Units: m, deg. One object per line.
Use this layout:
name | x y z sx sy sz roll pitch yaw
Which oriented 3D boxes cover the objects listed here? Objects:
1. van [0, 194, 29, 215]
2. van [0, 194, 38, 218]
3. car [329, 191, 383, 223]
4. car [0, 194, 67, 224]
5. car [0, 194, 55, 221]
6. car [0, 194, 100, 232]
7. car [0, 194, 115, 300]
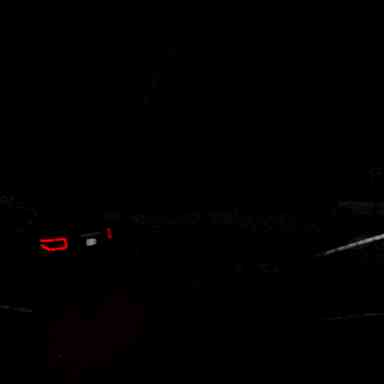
van | -18.466 1.202 32.317 1.878 1.987 4.442 0 0 29
van | -16.511 1.198 30.096 1.878 1.987 4.442 0 0 29
car | 11.846 0.938 21.451 5.566 2.045 2.435 -1 0 30
car | -12.661 1.165 25.522 2.435 2.045 5.566 0 0 29
car | -14.616 1.169 27.744 2.435 2.045 5.566 0 0 29
car | -8.738 1.157 21.137 2.435 2.045 5.566 0 0 29
car | -4.564 1.195 8.446 5.566 2.045 2.150 0 2 27
